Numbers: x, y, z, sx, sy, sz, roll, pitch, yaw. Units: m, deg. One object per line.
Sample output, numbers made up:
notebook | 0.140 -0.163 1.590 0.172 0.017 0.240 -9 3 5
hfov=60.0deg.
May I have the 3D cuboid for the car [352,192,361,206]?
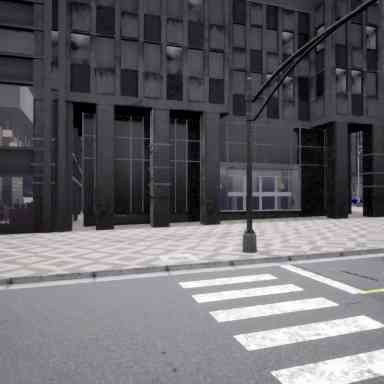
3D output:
car | 22.413 0.992 49.562 2.150 2.045 5.566 0 0 -17
